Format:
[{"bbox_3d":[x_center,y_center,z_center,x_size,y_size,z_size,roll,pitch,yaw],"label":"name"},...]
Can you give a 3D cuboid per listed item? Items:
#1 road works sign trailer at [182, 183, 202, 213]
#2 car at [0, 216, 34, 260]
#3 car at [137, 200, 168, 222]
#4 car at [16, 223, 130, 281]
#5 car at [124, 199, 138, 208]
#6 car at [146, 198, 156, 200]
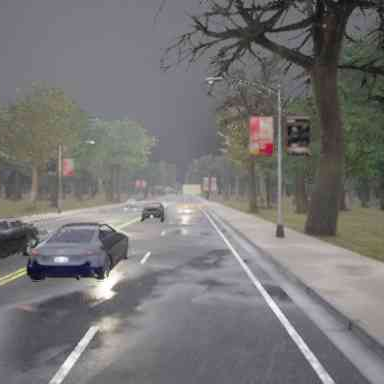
[{"bbox_3d":[-0.026,0.717,41.802,2.380,3.560,2.880,0,0,0],"label":"road works sign trailer"},{"bbox_3d":[-6.599,1.540,10.452,2.128,1.511,4.902,0,0,0],"label":"car"},{"bbox_3d":[-3.156,1.670,28.411,1.837,1.490,4.892,0,0,0],"label":"car"},{"bbox_3d":[-3.148,1.610,10.016,1.994,1.385,4.181,0,0,0],"label":"car"},{"bbox_3d":[-9.867,1.865,54.851,1.812,1.442,4.674,0,0,0],"label":"car"},{"bbox_3d":[-6.622,1.682,53.337,2.097,1.767,4.553,0,0,0],"label":"car"}]
